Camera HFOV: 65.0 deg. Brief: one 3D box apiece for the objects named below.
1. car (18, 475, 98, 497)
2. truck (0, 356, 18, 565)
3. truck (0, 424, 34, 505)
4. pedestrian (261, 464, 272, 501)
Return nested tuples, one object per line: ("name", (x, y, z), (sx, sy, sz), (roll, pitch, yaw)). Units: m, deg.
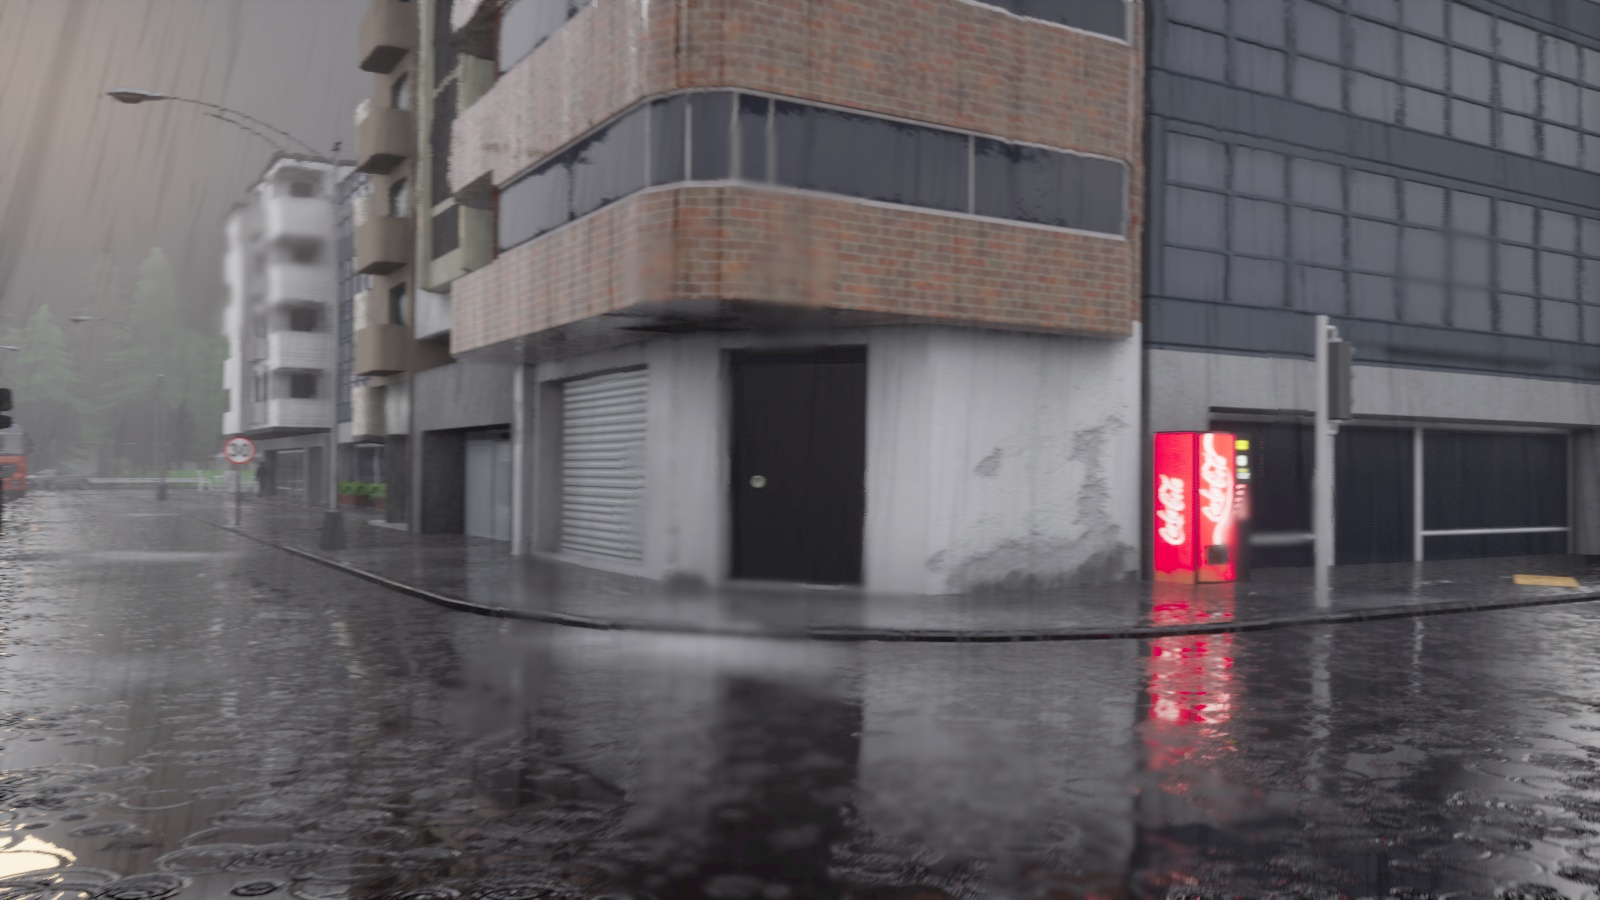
("car", (-46.806, 2.249, 79.343), (1.994, 1.385, 4.181), (0, -1, 14))
("truck", (-16.454, 0.241, 23.451), (2.891, 3.462, 7.936), (1, -1, -30))
("truck", (-39.999, 0.734, 62.772), (2.891, 3.827, 8.468), (1, -1, -31))
("pedestrian", (-26.165, 1.595, 61.574), (0.370, 1.835, 0.726), (1, -1, -31))
